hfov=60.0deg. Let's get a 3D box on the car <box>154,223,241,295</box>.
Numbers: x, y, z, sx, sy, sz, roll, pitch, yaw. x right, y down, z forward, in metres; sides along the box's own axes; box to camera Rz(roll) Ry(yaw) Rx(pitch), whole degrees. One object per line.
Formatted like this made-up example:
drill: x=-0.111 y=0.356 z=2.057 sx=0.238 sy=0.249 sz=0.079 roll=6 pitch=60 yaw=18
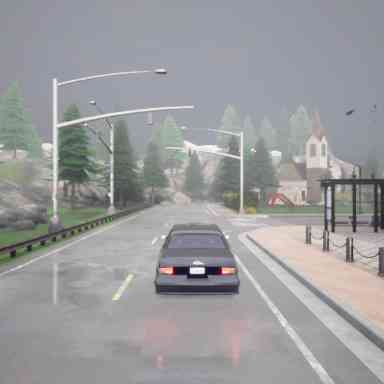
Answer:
car: x=0.098 y=1.547 z=8.849 sx=2.033 sy=1.411 sz=5.357 roll=0 pitch=0 yaw=0
